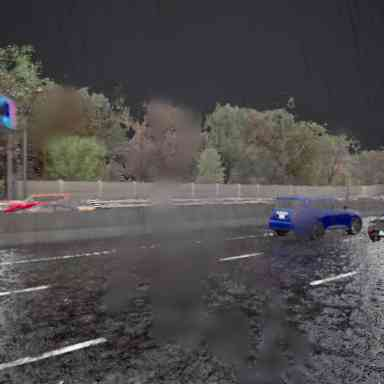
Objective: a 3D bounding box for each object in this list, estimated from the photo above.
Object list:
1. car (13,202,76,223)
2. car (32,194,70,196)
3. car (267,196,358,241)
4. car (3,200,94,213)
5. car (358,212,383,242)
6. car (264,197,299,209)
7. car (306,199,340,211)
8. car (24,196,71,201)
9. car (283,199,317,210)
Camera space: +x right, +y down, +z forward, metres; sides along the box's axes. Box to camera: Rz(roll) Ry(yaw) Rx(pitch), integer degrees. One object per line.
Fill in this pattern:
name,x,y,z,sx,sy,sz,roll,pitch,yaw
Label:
car,-11.433,1.560,25.926,4.181,1.385,1.994,0,0,-35
car,-13.233,1.217,28.942,5.566,2.045,2.150,0,0,-35
car,6.326,1.217,16.853,5.566,2.045,2.150,0,0,-35
car,-8.473,1.474,19.441,5.008,1.535,1.882,0,0,-35
car,9.706,1.521,14.964,4.674,1.442,1.812,0,0,-35
car,12.768,1.506,47.438,4.902,1.511,2.128,0,0,-35
car,16.365,1.578,41.397,4.181,1.385,1.994,0,0,-35
car,-9.193,1.348,23.225,4.553,1.767,2.097,0,0,-35
car,14.426,1.616,44.313,4.718,1.301,1.895,0,0,-35
